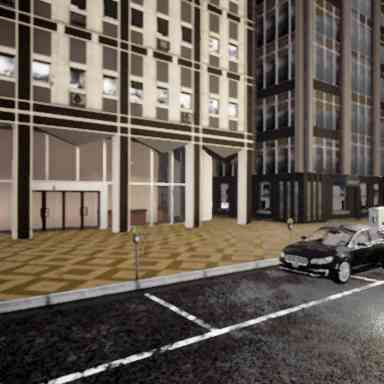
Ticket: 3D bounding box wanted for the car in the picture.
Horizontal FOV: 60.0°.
[{"bbox_3d":[4.406,1.641,9.706,4.403,1.369,2.008,1,-1,-35],"label":"car"}]
